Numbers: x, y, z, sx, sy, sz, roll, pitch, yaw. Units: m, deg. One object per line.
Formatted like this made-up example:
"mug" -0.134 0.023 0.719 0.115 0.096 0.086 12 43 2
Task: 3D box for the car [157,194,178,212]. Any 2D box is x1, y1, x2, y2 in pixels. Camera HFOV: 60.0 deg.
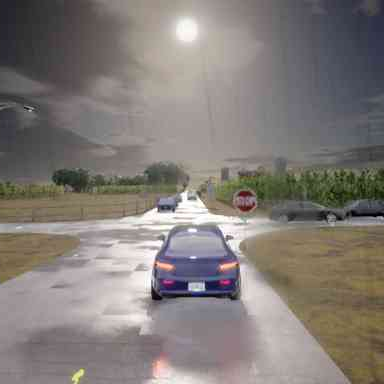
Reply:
"car" -2.823 1.355 37.156 1.882 1.535 5.008 0 0 -2

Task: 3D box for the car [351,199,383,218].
"car" 12.618 1.255 24.535 5.357 1.411 2.033 -1 0 -2

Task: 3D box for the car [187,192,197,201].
"car" 0.063 1.181 69.532 1.895 1.301 4.718 0 1 0

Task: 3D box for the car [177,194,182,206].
"car" -2.871 1.403 47.151 1.895 1.301 4.718 0 0 0

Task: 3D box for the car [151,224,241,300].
"car" 0.087 1.525 8.230 1.812 1.442 4.674 0 0 0

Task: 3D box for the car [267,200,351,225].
"car" 7.475 1.326 22.031 4.892 1.490 1.837 -2 2 13
